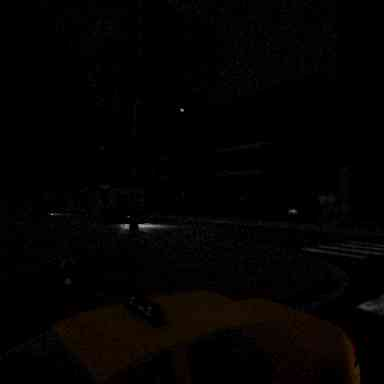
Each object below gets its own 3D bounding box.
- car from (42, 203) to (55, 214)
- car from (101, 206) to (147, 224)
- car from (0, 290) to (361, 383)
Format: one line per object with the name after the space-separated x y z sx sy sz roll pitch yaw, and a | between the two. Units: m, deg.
-21.147 2.310 47.758 1.882 1.535 5.008 1 -2 -37 | car
-5.745 1.835 27.412 2.033 1.411 5.357 1 -2 -37 | car
-0.587 1.521 2.451 4.829 1.417 1.752 -1 2 -37 | car
